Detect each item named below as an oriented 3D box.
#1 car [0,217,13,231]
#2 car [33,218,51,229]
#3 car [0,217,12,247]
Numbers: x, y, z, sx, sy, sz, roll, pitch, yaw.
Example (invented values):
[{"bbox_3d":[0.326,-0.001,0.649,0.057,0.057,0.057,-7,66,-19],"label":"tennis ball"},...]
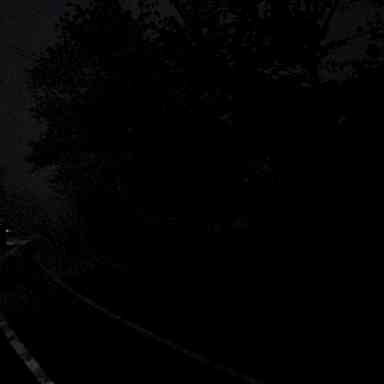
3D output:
[{"bbox_3d":[-21.509,3.556,37.335,1.812,1.442,4.674,1,-5,-19],"label":"car"},{"bbox_3d":[-20.925,4.381,46.374,1.994,1.385,4.181,1,-5,-20],"label":"car"},{"bbox_3d":[-9.159,1.804,14.042,1.994,1.385,4.181,1,-2,-21],"label":"car"}]
